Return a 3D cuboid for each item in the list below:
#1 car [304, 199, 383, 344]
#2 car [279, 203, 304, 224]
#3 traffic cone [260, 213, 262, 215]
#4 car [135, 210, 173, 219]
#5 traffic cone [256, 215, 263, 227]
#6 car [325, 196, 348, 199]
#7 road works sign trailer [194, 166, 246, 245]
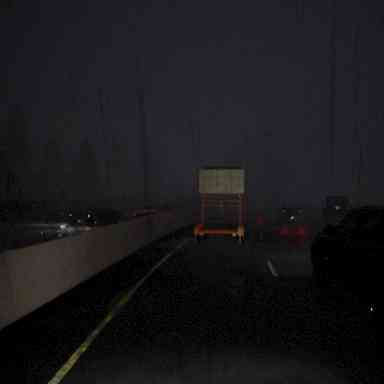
[{"bbox_3d":[3.979,1.256,6.246,2.150,2.045,5.566,0,0,5],"label":"car"},{"bbox_3d":[7.786,1.625,25.803,2.128,1.511,4.902,0,0,16],"label":"car"},{"bbox_3d":[5.027,2.082,24.713,0.340,0.580,0.340,0,0,14],"label":"traffic cone"},{"bbox_3d":[-3.061,1.607,26.754,1.882,1.535,5.008,0,0,16],"label":"car"},{"bbox_3d":[4.557,2.072,22.769,0.340,0.580,0.340,0,0,14],"label":"traffic cone"},{"bbox_3d":[12.528,1.375,29.068,2.150,2.045,5.566,0,0,20],"label":"car"},{"bbox_3d":[1.468,0.547,16.322,2.380,3.560,2.880,0,0,14],"label":"road works sign trailer"}]
